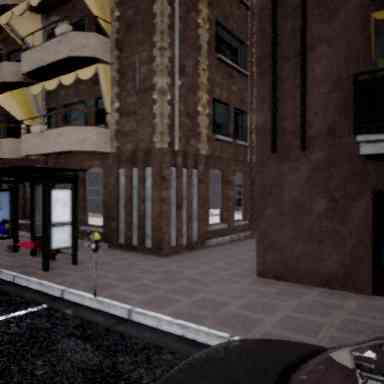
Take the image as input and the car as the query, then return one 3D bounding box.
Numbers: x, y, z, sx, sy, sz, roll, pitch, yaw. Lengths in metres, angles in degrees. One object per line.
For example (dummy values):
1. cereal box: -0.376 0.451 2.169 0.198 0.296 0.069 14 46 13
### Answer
1. car: 1.609 1.551 1.730 4.403 1.369 2.008 0 0 35
